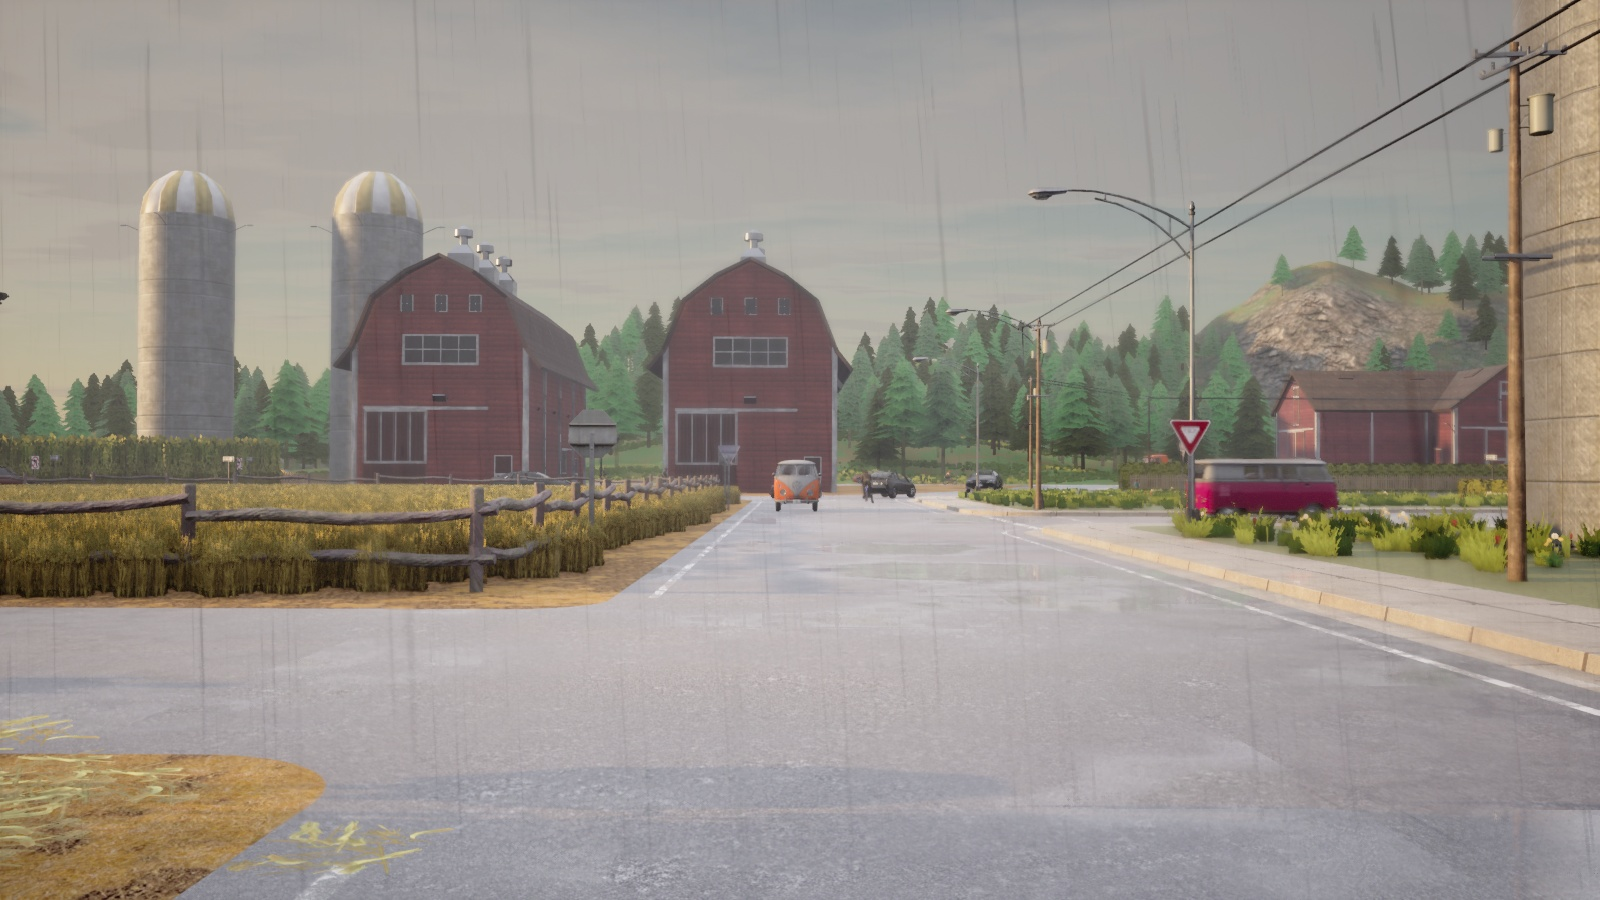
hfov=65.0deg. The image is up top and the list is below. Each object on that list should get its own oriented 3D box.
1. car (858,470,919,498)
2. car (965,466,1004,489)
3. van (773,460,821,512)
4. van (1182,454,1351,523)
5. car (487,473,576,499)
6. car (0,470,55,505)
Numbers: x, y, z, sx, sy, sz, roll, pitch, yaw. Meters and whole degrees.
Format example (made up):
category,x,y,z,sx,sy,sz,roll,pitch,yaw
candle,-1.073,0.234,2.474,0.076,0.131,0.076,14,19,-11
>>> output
category,x,y,z,sx,sy,sz,roll,pitch,yaw
car,5.197,1.937,72.884,2.007,1.525,4.514,-1,-1,26
car,13.305,1.959,90.303,2.152,1.651,5.027,-1,-1,16
van,-0.120,1.402,49.719,1.775,1.987,4.442,0,-1,0
van,14.003,1.145,37.826,4.442,1.987,1.775,0,-1,-4
car,-15.689,2.115,73.613,4.892,1.490,1.837,0,-1,-3
car,-41.619,1.932,65.244,2.097,1.767,4.553,-1,-1,40
